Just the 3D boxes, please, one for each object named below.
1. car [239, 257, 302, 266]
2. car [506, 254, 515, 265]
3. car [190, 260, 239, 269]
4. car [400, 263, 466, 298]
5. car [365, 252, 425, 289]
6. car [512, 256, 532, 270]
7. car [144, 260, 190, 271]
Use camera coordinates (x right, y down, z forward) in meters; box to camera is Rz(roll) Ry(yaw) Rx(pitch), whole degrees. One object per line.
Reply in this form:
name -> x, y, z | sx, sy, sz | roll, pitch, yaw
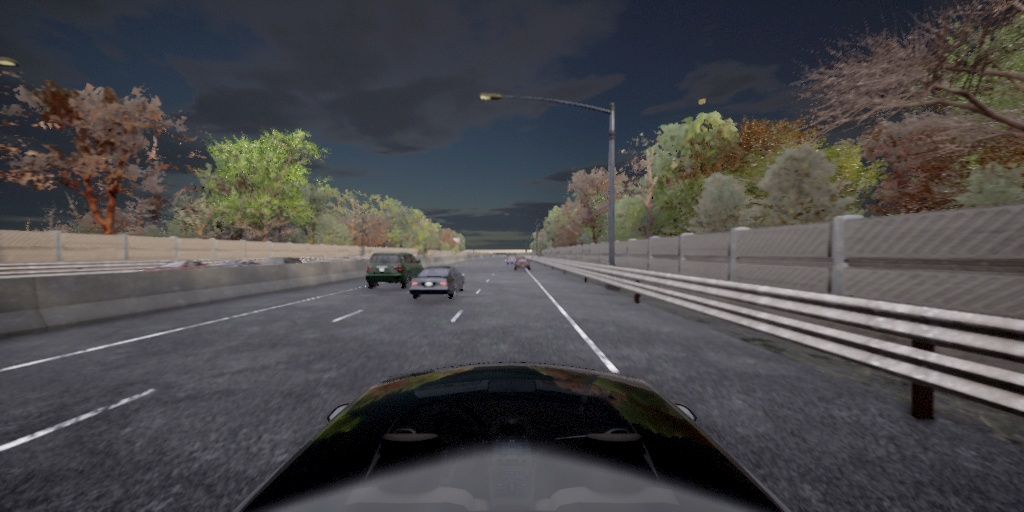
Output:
car -> -17.591, 0.879, 26.952 | 2.097, 1.767, 4.553 | 0, 0, 0
car -> -0.006, 0.813, 61.206 | 2.033, 1.411, 5.357 | 0, 0, 0
car -> -21.090, 1.014, 27.337 | 2.128, 1.511, 4.902 | 0, 1, 0
car -> -3.400, 1.161, 17.169 | 2.033, 1.411, 5.357 | 0, 1, 0
car -> -6.906, 0.794, 21.716 | 2.150, 2.045, 5.566 | 0, 1, 0
car -> 1.221, 0.931, 42.437 | 1.812, 1.442, 4.674 | 0, 0, 0
car -> -24.593, 1.055, 26.647 | 1.812, 1.442, 4.674 | 0, 0, 0
